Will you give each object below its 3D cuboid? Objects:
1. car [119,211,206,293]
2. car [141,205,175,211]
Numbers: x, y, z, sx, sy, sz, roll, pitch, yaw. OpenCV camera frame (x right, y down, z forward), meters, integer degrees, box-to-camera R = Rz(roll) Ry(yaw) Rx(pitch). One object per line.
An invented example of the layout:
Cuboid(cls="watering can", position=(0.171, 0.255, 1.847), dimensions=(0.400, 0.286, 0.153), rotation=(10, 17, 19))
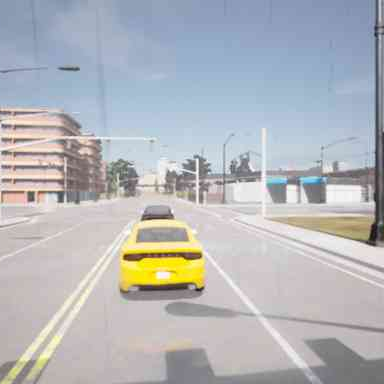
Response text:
Cuboid(cls="car", position=(-0.826, 1.491, 8.990), dimensions=(1.882, 1.535, 5.008), rotation=(0, 0, -6))
Cuboid(cls="car", position=(-2.035, 1.506, 19.728), dimensions=(1.882, 1.535, 5.008), rotation=(0, 0, -6))
